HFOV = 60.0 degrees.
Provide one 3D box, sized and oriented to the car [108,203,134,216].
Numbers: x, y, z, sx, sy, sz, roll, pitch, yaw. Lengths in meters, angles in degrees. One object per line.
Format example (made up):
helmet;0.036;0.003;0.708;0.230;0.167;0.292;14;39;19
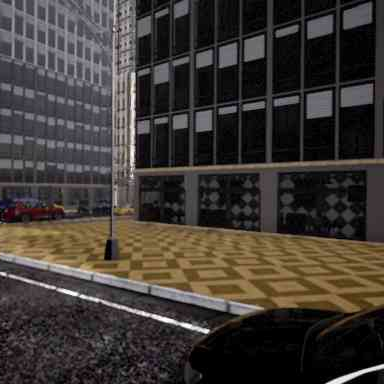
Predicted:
car;-7.025;2.013;38.624;1.752;1.417;4.829;0;0;37

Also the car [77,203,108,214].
car;-11.978;2.029;41.660;1.895;1.301;4.718;1;0;37

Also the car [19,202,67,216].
car;-17.320;1.881;38.822;1.752;1.417;4.829;0;0;37

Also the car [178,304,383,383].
car;2.109;1.502;2.170;4.892;1.490;1.837;0;0;36

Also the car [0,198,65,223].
car;-13.855;1.704;29.436;2.192;1.841;5.009;0;0;37
